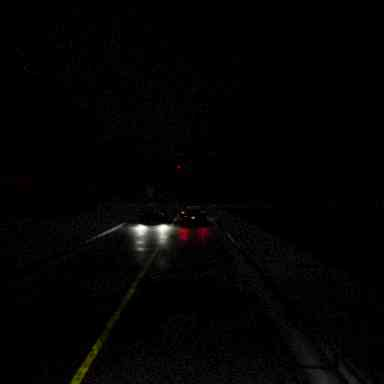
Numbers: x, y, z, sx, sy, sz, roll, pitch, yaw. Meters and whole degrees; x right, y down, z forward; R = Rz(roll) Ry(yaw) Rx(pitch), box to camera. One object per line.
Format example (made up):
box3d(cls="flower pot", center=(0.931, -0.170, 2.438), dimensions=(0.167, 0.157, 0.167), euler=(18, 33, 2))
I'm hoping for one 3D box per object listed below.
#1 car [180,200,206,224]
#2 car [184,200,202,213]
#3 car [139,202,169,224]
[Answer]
box3d(cls="car", center=(0.095, 1.581, 24.848), dimensions=(1.812, 1.442, 4.674), euler=(0, -1, 0))
box3d(cls="car", center=(0.090, 1.699, 40.609), dimensions=(2.033, 1.411, 5.357), euler=(0, 0, 0))
box3d(cls="car", center=(-2.853, 1.537, 25.762), dimensions=(1.882, 1.535, 5.008), euler=(0, 0, 0))
